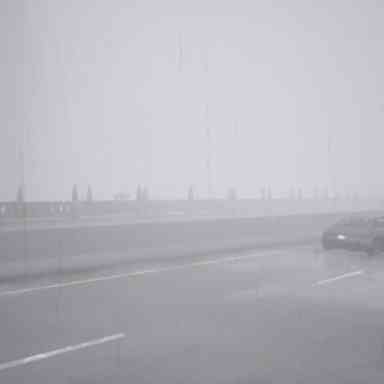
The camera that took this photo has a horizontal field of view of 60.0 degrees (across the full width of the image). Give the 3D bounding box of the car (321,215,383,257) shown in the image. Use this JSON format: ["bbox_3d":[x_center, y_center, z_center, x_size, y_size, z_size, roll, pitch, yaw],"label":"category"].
[{"bbox_3d":[7.011,1.595,13.118,4.181,1.385,1.994,0,0,-35],"label":"car"}]
